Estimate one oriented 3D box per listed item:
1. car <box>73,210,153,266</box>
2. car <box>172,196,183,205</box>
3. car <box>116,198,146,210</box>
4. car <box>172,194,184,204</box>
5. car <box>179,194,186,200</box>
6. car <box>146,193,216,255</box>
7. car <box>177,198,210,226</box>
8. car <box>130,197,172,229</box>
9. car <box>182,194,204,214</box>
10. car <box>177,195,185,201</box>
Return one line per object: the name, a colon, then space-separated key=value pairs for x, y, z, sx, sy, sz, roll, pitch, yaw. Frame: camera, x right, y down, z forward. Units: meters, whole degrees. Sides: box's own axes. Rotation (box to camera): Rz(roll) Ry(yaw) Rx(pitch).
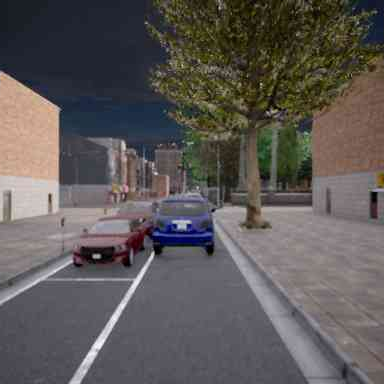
car: x=-2.638 y=1.535 z=11.448 sx=1.887 sy=1.381 sz=4.507 roll=0 pitch=0 yaw=0
car: x=-2.657 y=1.495 z=60.667 sx=1.752 sy=1.417 sz=4.829 roll=0 pitch=0 yaw=0
car: x=-2.638 y=1.301 z=17.059 sx=2.192 sy=1.841 sz=5.009 roll=0 pitch=0 yaw=0
car: x=-2.661 y=1.283 z=66.106 sx=2.192 sy=1.841 sz=5.009 roll=0 pitch=0 yaw=0
car: x=-2.656 y=1.405 z=92.456 sx=1.967 sy=1.590 sz=4.097 roll=0 pitch=0 yaw=0
car: x=-0.209 y=1.210 z=13.434 sx=2.150 sy=2.045 sz=5.566 roll=0 pitch=0 yaw=3
car: x=0.090 y=1.333 z=23.717 sx=2.097 sy=1.767 sz=4.553 roll=0 pitch=0 yaw=0
car: x=-2.639 y=1.297 z=22.671 sx=2.192 sy=1.841 sz=5.009 roll=0 pitch=0 yaw=0
car: x=0.061 y=1.196 z=36.085 sx=2.150 sy=2.045 sz=5.566 roll=0 pitch=0 yaw=-1
car: x=-2.658 y=1.516 z=81.916 sx=2.008 sy=1.369 sz=4.403 roll=0 pitch=0 yaw=0
